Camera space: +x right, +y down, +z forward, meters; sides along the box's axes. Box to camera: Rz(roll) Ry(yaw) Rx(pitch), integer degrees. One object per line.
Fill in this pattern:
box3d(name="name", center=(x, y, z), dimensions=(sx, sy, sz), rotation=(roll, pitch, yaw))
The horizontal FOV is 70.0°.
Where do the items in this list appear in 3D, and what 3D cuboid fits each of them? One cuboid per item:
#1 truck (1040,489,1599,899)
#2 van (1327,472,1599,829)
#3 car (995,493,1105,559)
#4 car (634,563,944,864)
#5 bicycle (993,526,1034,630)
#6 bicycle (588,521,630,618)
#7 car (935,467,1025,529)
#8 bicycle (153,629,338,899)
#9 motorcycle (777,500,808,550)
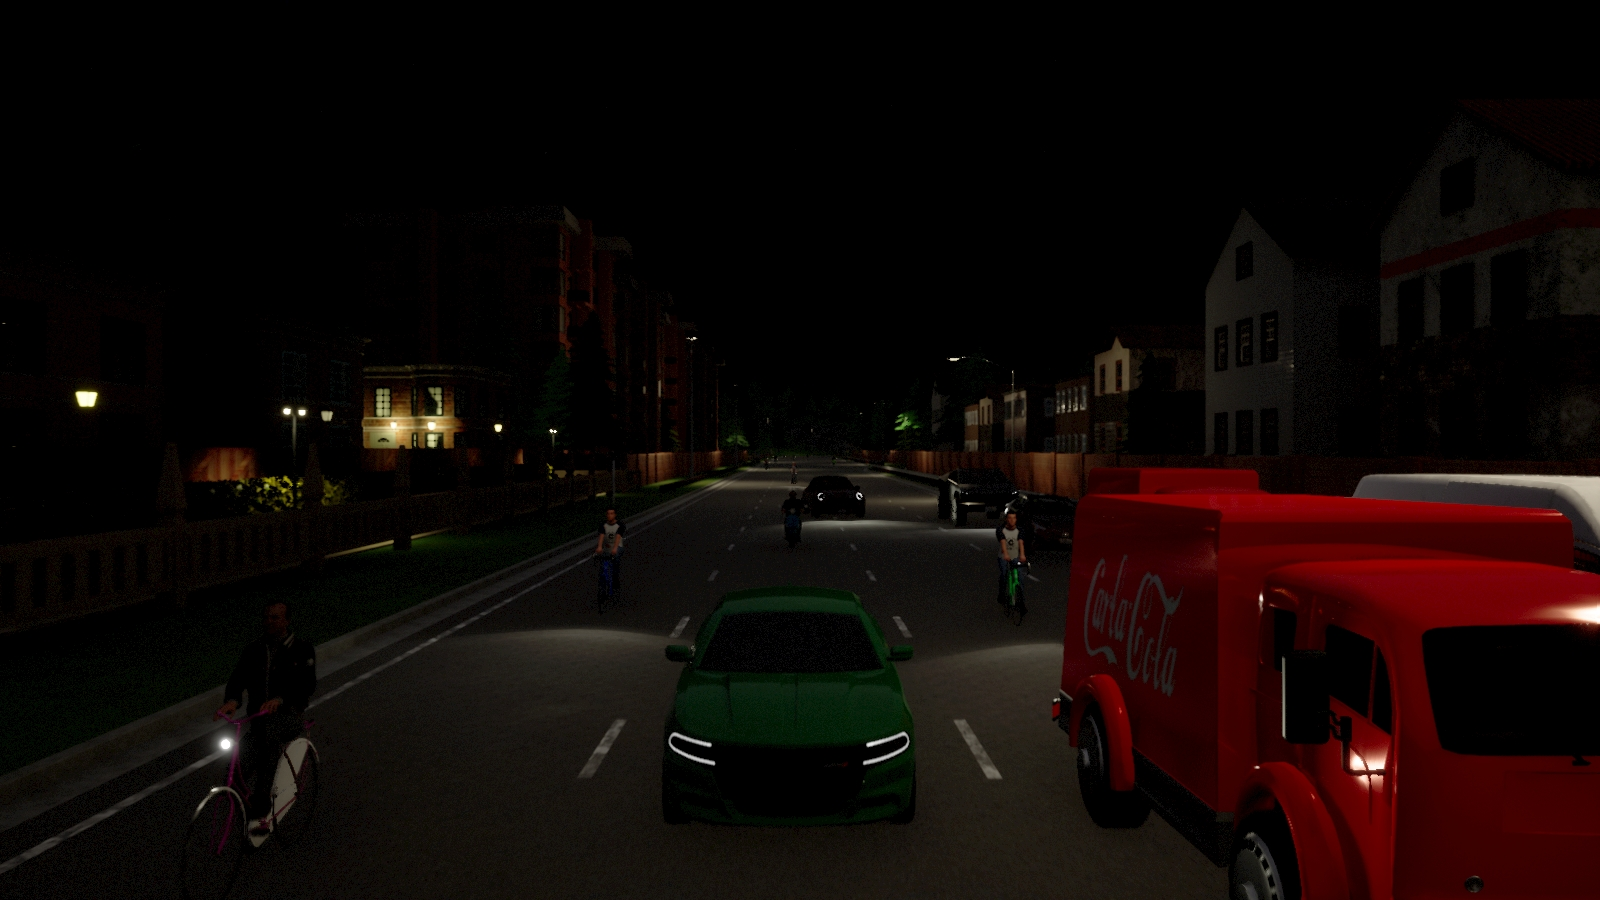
box3d(name="truck", center=(3.424, 1.567, 7.357), dimensions=(2.627, 2.467, 5.204), rotation=(0, 0, 0))
box3d(name="van", center=(6.914, 1.528, 9.842), dimensions=(1.988, 2.561, 5.915), rotation=(0, 0, 0))
box3d(name="car", center=(6.788, 2.021, 31.530), dimensions=(2.007, 1.525, 4.514), rotation=(0, 0, 0))
box3d(name="car", center=(-0.092, 2.027, 10.225), dimensions=(2.097, 1.535, 5.006), rotation=(0, 0, 0))
box3d(name="bicycle", center=(3.455, 2.045, 18.588), dimensions=(0.373, 1.496, 1.643), rotation=(0, 0, 0))
box3d(name="bicycle", center=(-3.316, 2.044, 19.892), dimensions=(0.373, 1.496, 1.643), rotation=(0, 0, 3))
box3d(name="car", center=(6.722, 1.728, 43.481), dimensions=(2.390, 2.098, 6.274), rotation=(0, 0, 0))
box3d(name="bicycle", center=(-3.563, 2.055, 7.496), dimensions=(0.329, 1.471, 1.835), rotation=(0, 0, 0))
box3d(name="motorcycle", center=(-0.207, 2.122, 32.681), dimensions=(0.856, 1.316, 1.805), rotation=(0, 0, 0))
